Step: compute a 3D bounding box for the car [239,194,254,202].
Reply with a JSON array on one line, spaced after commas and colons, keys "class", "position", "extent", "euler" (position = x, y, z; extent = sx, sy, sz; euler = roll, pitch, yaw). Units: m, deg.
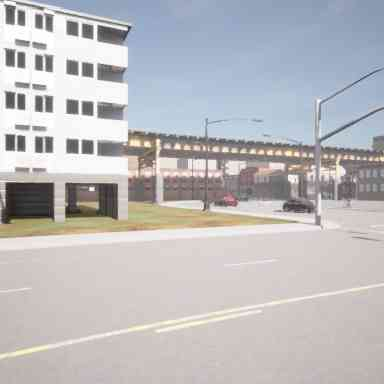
[{"class": "car", "position": [11.346, 1.525, 75.425], "extent": [2.128, 1.511, 4.902], "euler": [0, 0, 41]}]

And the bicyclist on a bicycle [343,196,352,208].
[{"class": "bicyclist on a bicycle", "position": [20.236, 1.303, 43.344], "extent": [1.656, 1.620, 0.582], "euler": [0, 0, -25]}]

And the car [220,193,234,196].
[{"class": "car", "position": [6.751, 1.221, 65.725], "extent": [2.150, 2.045, 5.566], "euler": [0, 0, 11]}]

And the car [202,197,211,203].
[{"class": "car", "position": [3.353, 1.608, 67.451], "extent": [1.994, 1.385, 4.181], "euler": [0, 0, 15]}]

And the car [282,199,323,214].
[{"class": "car", "position": [11.767, 1.505, 35.598], "extent": [1.837, 1.490, 4.892], "euler": [0, 0, -25]}]

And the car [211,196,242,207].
[{"class": "car", "position": [5.107, 1.601, 49.869], "extent": [1.895, 1.301, 4.718], "euler": [0, 0, -23]}]
